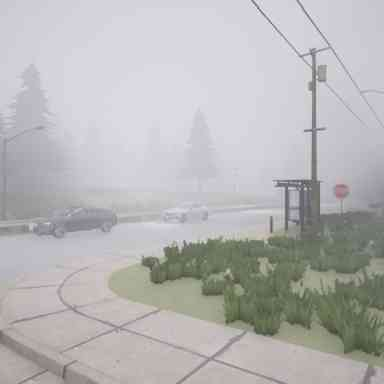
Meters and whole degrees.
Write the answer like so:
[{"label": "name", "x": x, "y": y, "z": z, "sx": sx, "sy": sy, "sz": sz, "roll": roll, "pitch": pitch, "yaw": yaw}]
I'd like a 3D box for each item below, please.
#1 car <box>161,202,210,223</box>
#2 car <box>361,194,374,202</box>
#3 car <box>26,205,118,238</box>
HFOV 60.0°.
[{"label": "car", "x": -0.374, "y": 1.526, "z": 25.883, "sx": 1.812, "sy": 1.442, "sz": 4.674, "roll": 0, "pitch": 0, "yaw": 36}, {"label": "car", "x": 40.361, "y": 1.355, "z": 76.507, "sx": 2.097, "sy": 1.767, "sz": 4.553, "roll": 0, "pitch": 0, "yaw": 36}, {"label": "car", "x": -6.220, "y": 1.491, "z": 17.810, "sx": 2.128, "sy": 1.511, "sz": 4.902, "roll": 0, "pitch": 0, "yaw": 36}]
